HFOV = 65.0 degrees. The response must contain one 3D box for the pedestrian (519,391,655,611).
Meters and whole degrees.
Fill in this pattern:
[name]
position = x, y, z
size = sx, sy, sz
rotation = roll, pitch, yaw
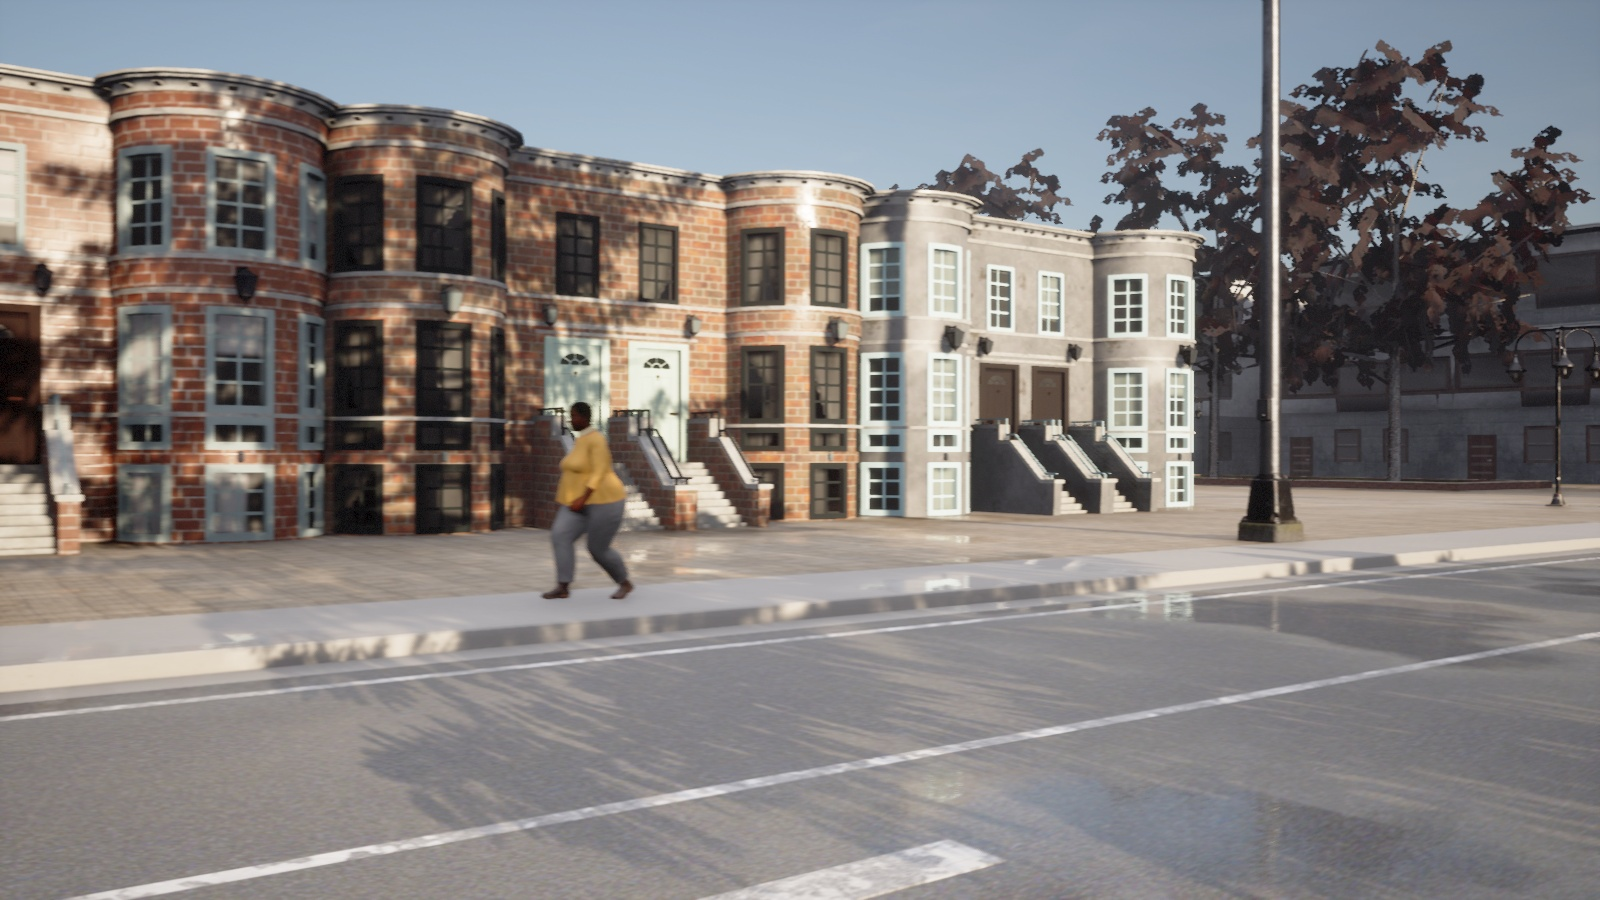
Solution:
[pedestrian]
position = -1.906, 0.431, 11.218
size = 0.900, 1.855, 0.874
rotation = 0, 0, -36
